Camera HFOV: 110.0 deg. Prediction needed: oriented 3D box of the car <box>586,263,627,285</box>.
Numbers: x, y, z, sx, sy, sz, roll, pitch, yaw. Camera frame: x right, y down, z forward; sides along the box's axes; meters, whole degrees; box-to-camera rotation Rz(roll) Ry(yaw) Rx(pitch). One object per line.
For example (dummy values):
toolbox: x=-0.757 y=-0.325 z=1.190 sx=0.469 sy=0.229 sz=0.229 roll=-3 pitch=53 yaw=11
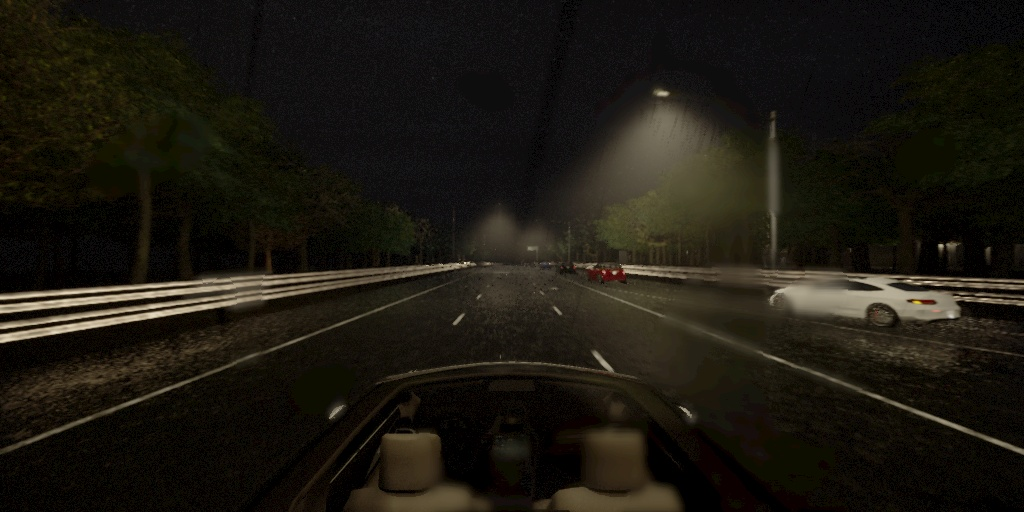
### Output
car: x=7.677 y=1.360 z=29.720 sx=2.097 sy=1.767 sz=4.553 roll=0 pitch=0 yaw=-6

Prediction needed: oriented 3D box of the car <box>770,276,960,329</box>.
car: x=11.177 y=1.392 z=11.866 sx=1.812 sy=1.442 sz=4.674 roll=0 pitch=-1 yaw=-16

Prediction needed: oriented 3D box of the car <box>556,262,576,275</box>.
car: x=7.011 y=1.506 z=46.819 sx=2.097 sy=1.767 sz=4.553 roll=0 pitch=-1 yaw=0
